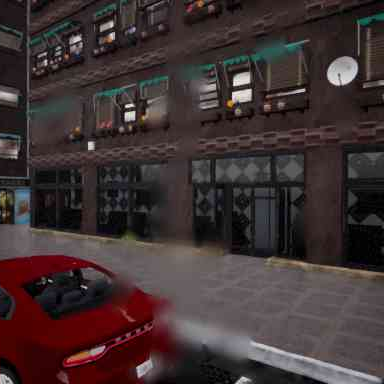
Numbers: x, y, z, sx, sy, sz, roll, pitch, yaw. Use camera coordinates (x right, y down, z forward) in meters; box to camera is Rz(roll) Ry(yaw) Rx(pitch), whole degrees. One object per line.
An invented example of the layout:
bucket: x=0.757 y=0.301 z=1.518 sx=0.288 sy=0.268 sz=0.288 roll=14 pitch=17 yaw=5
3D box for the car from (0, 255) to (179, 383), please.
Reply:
car: x=-2.262 y=1.544 z=4.478 sx=4.507 sy=1.381 sz=1.887 roll=0 pitch=0 yaw=35
